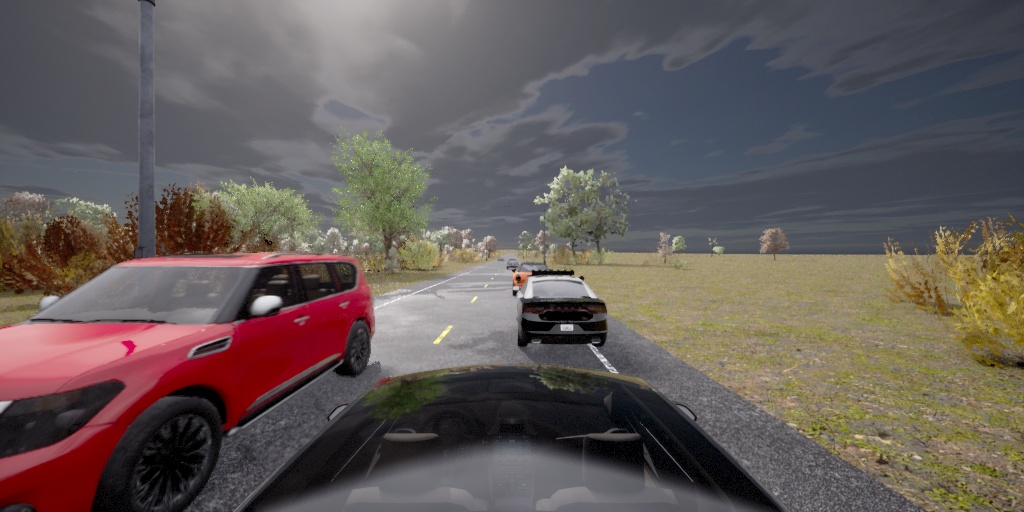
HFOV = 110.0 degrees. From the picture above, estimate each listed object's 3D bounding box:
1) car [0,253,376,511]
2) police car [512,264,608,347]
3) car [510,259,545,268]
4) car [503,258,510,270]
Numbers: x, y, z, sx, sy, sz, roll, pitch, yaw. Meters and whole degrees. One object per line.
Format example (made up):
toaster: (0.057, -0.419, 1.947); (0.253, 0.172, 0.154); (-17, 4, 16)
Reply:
car: (-3.596, 0.971, 4.470); (2.150, 2.045, 5.566); (0, 0, 0)
police car: (1.059, 1.173, 9.477); (1.930, 1.638, 5.238); (0, 0, 0)
car: (1.068, 1.095, 19.338); (2.097, 1.767, 4.553); (0, 0, 0)
car: (0.123, 1.246, 52.928); (2.033, 1.411, 5.357); (0, 0, 0)
